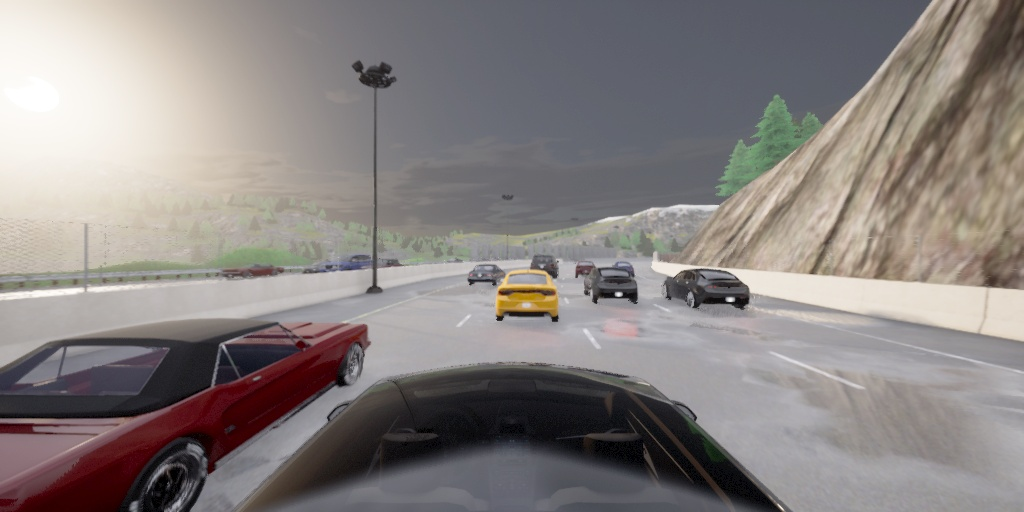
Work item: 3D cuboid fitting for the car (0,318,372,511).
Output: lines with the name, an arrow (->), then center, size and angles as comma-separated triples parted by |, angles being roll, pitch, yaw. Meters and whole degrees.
car -> -3.321, 1.339, 3.945 | 1.895, 1.301, 4.718 | 0, 0, 1

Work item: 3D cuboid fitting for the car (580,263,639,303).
car -> 4.405, 1.242, 16.465 | 1.837, 1.490, 4.892 | 0, 0, 5

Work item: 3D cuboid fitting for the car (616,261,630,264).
car -> 10.721, 1.248, 34.741 | 1.812, 1.442, 4.674 | 0, 0, 12

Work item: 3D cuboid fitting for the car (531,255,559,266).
car -> 2.838, 0.931, 30.981 | 2.150, 2.045, 5.566 | 0, 0, 10

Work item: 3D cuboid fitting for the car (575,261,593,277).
car -> 7.030, 1.192, 34.162 | 1.882, 1.535, 5.008 | 0, 0, 11

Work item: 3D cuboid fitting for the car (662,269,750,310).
car -> 7.768, 1.253, 14.830 | 1.837, 1.490, 4.892 | 0, 0, 5

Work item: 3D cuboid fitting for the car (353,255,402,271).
car -> -11.438, 1.026, 31.463 | 2.097, 1.767, 4.553 | 0, 0, 10

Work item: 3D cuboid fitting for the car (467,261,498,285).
car -> -1.674, 1.255, 25.026 | 2.033, 1.411, 5.357 | 0, 0, 8

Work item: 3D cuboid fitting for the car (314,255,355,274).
car -> -14.842, 0.885, 32.508 | 2.150, 2.045, 5.566 | 0, 0, 10

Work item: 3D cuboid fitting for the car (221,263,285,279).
car -> -22.199, 1.249, 30.878 | 1.895, 1.301, 4.718 | 0, 0, 9

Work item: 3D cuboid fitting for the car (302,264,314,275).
car -> -17.990, 1.157, 34.696 | 1.837, 1.490, 4.892 | 0, 0, 10

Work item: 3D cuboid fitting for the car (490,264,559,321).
car -> 0.564, 1.212, 12.443 | 1.882, 1.535, 5.008 | 0, 0, 4
